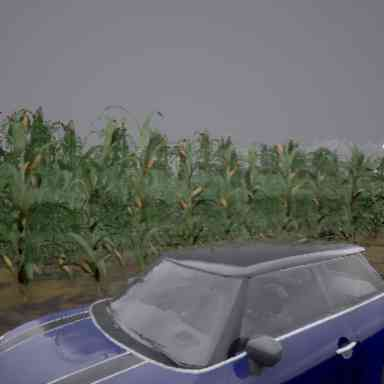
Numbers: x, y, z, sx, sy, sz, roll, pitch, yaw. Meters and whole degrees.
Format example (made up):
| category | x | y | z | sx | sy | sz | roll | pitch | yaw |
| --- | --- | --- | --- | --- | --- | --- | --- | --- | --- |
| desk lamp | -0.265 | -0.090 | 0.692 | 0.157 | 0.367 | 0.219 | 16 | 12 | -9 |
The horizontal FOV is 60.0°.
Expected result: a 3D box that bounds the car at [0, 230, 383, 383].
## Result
| category | x | y | z | sx | sy | sz | roll | pitch | yaw |
| --- | --- | --- | --- | --- | --- | --- | --- | --- | --- |
| car | 0.263 | 1.358 | 3.254 | 4.553 | 1.767 | 2.097 | 0 | 0 | -36 |
